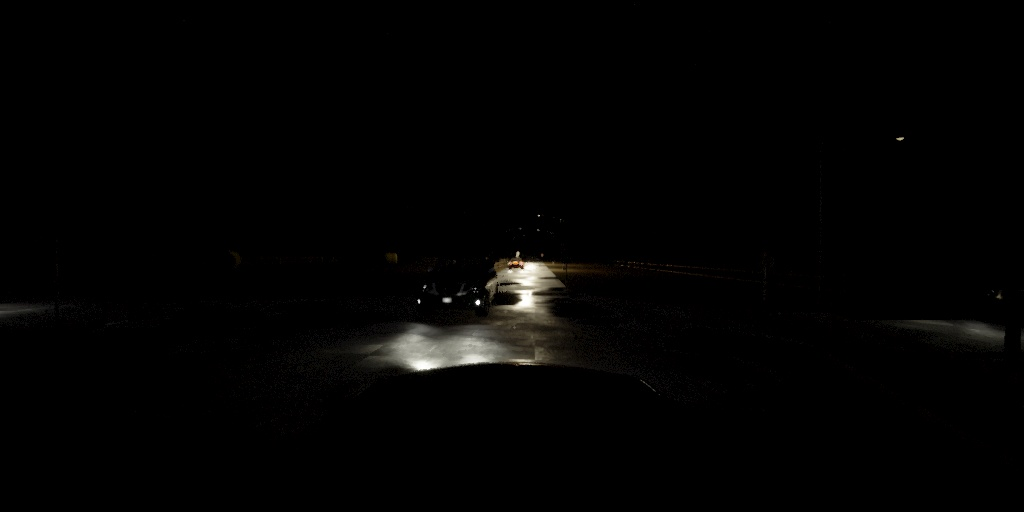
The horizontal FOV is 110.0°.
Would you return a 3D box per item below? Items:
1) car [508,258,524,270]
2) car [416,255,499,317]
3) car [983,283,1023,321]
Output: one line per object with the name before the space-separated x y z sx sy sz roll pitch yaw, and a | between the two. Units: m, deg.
car | 0.581 1.014 49.611 2.097 1.767 4.553 0 0 4
car | -1.767 0.978 13.479 2.150 2.045 5.566 1 0 4
car | 19.388 1.340 11.736 5.566 2.045 2.150 1 1 3
